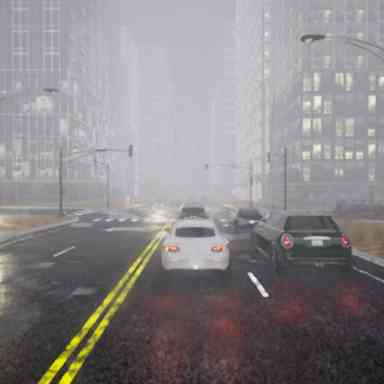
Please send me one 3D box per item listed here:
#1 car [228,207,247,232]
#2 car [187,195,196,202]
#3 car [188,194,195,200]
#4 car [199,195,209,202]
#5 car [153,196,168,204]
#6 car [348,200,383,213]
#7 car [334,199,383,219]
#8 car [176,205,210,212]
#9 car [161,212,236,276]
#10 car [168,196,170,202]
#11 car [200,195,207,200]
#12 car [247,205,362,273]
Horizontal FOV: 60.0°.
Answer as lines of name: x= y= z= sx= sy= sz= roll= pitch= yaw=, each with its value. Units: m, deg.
car: x=3.317 y=1.611 z=20.328 sx=1.994 sy=1.385 sz=4.181 roll=0 pitch=0 yaw=0
car: x=-0.135 y=1.648 z=82.833 sx=1.837 sy=1.490 sz=4.892 roll=0 pitch=0 yaw=0
car: x=-0.153 y=1.478 z=93.251 sx=1.882 sy=1.535 sz=5.008 roll=0 pitch=0 yaw=0
car: x=3.115 y=1.626 z=82.838 sx=1.882 sy=1.535 sz=5.008 roll=0 pitch=0 yaw=0
car: x=-6.615 y=1.691 z=67.343 sx=1.994 sy=1.385 sz=4.181 roll=0 pitch=0 yaw=0
car: x=21.744 y=1.756 z=40.366 sx=4.829 sy=1.417 sz=1.752 roll=1 pitch=0 yaw=1
car: x=16.149 y=1.609 z=32.070 sx=5.009 sy=1.841 sz=2.192 roll=1 pitch=0 yaw=1
car: x=0.068 y=1.550 z=19.917 sx=1.837 sy=1.490 sz=4.892 roll=0 pitch=0 yaw=0
car: x=0.086 y=1.551 z=10.290 sx=1.812 sy=1.442 sz=4.674 roll=0 pitch=0 yaw=0
car: x=-6.637 y=1.632 z=82.815 sx=1.882 sy=1.535 sz=5.008 roll=0 pitch=0 yaw=0
car: x=3.097 y=1.525 z=93.256 sx=1.812 sy=1.442 sz=4.674 roll=0 pitch=0 yaw=0
car: x=3.333 y=1.378 z=10.979 sx=2.097 sy=1.767 sz=4.553 roll=0 pitch=0 yaw=0
